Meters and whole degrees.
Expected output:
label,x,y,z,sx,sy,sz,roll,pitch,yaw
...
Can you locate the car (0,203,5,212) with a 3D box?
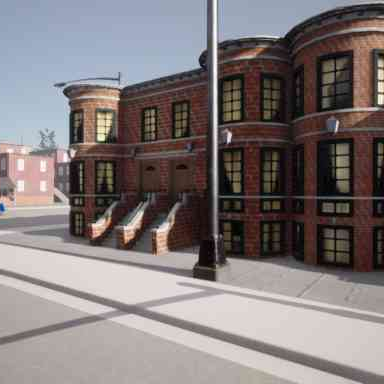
label,x,y,z,sx,sy,sz,roll,pitch,yaw
car,-20.404,1.477,31.366,1.882,1.535,5.008,0,0,35
